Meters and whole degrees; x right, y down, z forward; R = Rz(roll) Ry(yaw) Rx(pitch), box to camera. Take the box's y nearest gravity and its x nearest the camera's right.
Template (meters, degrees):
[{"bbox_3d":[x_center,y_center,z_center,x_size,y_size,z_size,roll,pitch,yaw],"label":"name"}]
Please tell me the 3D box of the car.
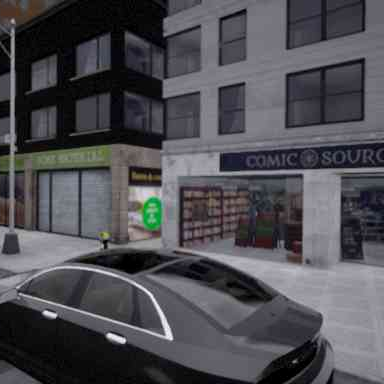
[{"bbox_3d":[-0.915,1.464,4.086,4.892,1.490,1.837,1,1,35],"label":"car"}]
